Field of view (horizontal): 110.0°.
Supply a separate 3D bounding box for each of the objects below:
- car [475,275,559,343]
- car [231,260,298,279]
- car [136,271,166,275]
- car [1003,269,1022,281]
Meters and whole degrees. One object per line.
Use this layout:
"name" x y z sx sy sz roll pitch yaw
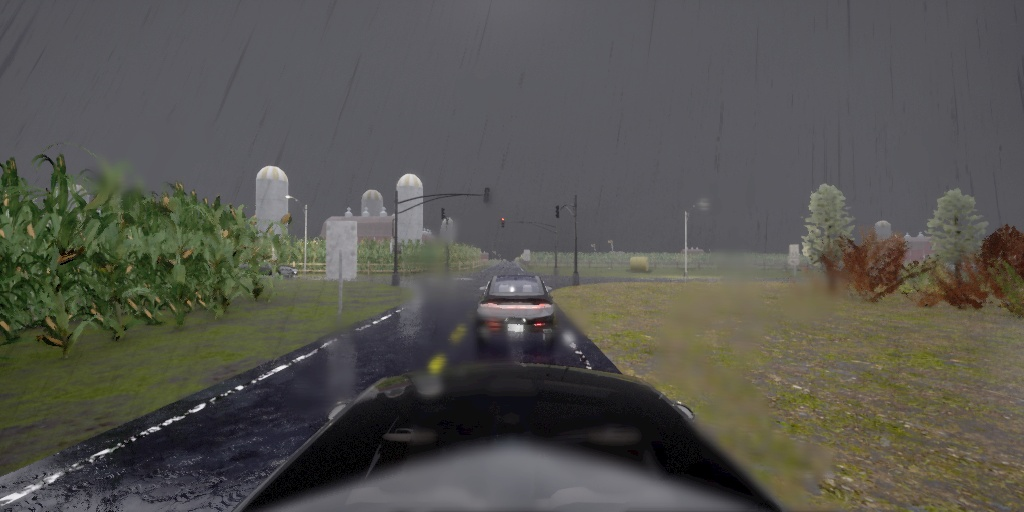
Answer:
"car" 0.103 1.245 9.645 2.128 1.511 4.902 0 0 0
"car" -19.934 1.059 28.805 4.902 1.511 2.128 0 -1 -4
"car" -29.754 1.036 28.261 5.357 1.411 2.033 0 -1 -3
"car" 48.674 1.720 33.485 4.674 1.442 1.812 1 -1 -5
